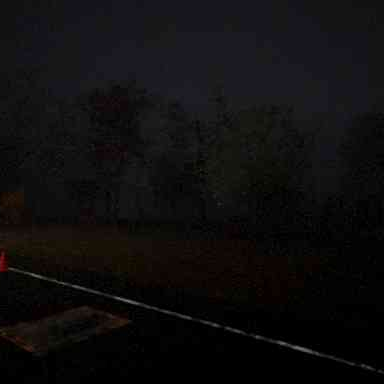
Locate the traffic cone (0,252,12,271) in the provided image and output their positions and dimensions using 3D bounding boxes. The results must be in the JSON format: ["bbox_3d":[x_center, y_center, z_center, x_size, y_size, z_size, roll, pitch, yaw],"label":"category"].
[{"bbox_3d":[-6.135,2.258,10.867,0.340,0.580,0.340,-1,-2,37],"label":"traffic cone"}]
